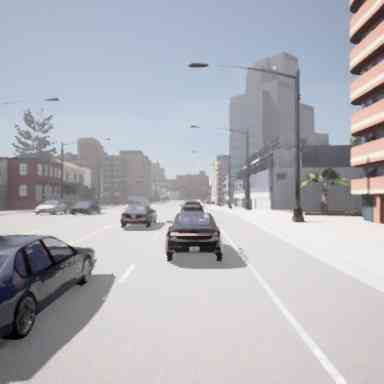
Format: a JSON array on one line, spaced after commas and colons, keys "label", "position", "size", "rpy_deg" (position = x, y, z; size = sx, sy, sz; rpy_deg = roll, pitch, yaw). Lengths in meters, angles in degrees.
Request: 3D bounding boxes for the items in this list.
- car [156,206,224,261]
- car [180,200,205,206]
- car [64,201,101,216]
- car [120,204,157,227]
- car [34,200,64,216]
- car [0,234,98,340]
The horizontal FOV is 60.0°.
[{"label": "car", "position": [0.068, 1.468, 12.192], "size": [2.128, 1.511, 4.902], "rpy_deg": [0, 0, 0]}, {"label": "car", "position": [0.034, 1.477, 27.751], "size": [1.837, 1.490, 4.892], "rpy_deg": [0, 0, 0]}, {"label": "car", "position": [-10.670, 1.594, 33.662], "size": [2.033, 1.411, 5.357], "rpy_deg": [0, -1, 0]}, {"label": "car", "position": [-3.466, 1.512, 22.230], "size": [2.033, 1.411, 5.357], "rpy_deg": [0, 0, 0]}, {"label": "car", "position": [-14.168, 1.577, 33.725], "size": [1.812, 1.442, 4.674], "rpy_deg": [0, -1, 0]}, {"label": "car", "position": [-3.431, 1.538, 6.438], "size": [2.033, 1.411, 5.357], "rpy_deg": [0, 0, 0]}]
